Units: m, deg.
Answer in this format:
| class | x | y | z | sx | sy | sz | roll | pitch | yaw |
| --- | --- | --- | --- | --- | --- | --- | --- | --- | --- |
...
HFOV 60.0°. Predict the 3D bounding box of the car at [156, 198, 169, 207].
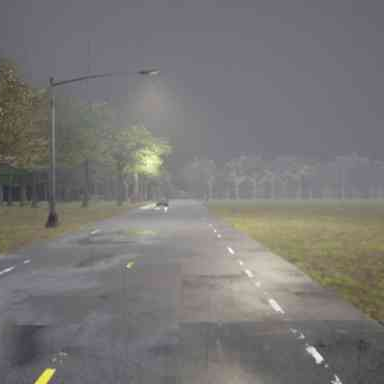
| class | x | y | z | sx | sy | sz | roll | pitch | yaw |
| --- | --- | --- | --- | --- | --- | --- | --- | --- | --- |
| car | -4.719 | 1.681 | 54.032 | 2.033 | 1.411 | 5.357 | 0 | 0 | -1 |
